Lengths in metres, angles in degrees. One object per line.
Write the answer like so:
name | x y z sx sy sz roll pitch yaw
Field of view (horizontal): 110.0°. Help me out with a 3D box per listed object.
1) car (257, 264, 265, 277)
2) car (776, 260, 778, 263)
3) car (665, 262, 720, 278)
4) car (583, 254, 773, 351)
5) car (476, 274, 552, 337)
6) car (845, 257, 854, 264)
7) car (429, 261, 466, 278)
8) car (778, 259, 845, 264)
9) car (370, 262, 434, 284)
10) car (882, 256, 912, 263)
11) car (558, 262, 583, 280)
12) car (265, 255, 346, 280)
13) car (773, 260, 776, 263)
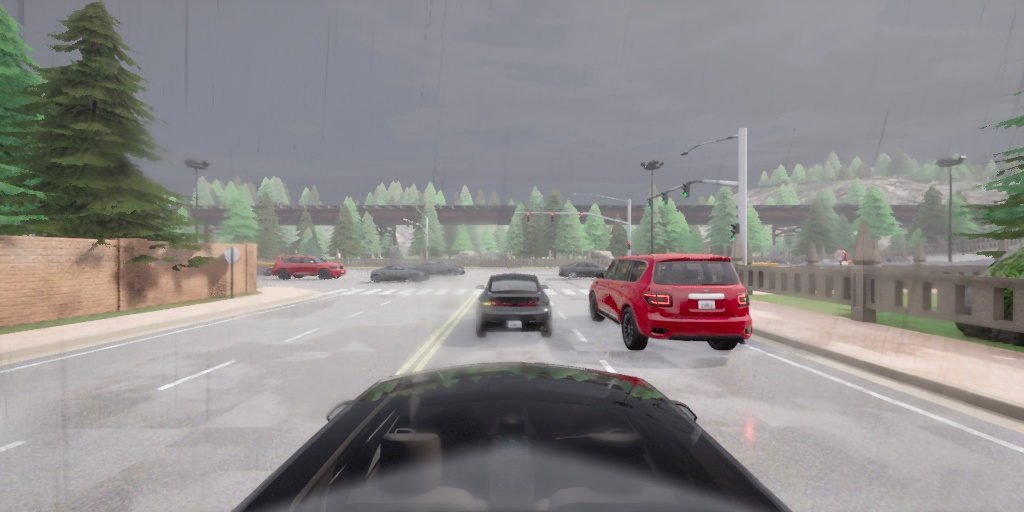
car | -24.737 1.313 33.745 4.181 1.385 1.994 0 0 0
car | 34.766 1.239 48.059 4.892 1.490 1.837 0 0 0
car | 16.914 1.314 33.804 4.181 1.385 1.994 0 0 0
car | 3.519 0.971 9.158 2.150 2.045 5.566 0 0 0
car | 0.023 1.255 10.260 1.837 1.490 4.892 0 0 -1
car | 39.230 1.182 44.584 4.674 1.442 1.812 -1 0 0
car | -6.850 1.241 33.770 4.902 1.511 2.128 0 0 0
car | 34.189 1.286 41.059 5.357 1.411 2.033 0 0 0
car | -8.335 1.313 26.769 4.181 1.385 1.994 0 0 0
car | 42.821 0.890 41.097 4.553 1.767 2.097 -2 0 0
car | 6.388 1.254 30.290 4.892 1.490 1.837 0 0 0
car | -17.082 0.972 30.253 5.566 2.045 2.150 0 0 0
car | 29.247 1.241 44.536 4.902 1.511 2.128 0 0 0
